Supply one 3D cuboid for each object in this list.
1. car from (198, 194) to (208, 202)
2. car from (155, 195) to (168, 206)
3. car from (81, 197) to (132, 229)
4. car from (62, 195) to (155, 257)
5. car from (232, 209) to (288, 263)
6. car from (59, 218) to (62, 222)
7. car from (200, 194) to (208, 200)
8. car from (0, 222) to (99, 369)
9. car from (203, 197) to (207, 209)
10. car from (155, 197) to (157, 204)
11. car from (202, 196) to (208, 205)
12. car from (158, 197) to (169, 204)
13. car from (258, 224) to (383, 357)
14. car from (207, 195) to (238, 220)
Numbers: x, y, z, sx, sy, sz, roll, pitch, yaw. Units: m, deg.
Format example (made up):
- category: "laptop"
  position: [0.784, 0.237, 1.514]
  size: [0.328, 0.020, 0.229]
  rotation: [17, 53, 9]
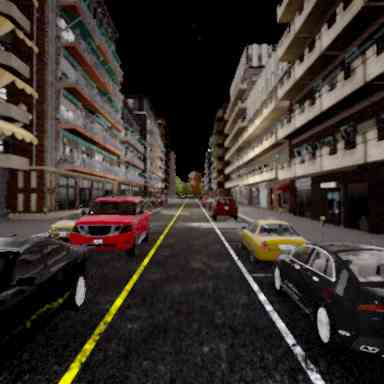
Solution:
- category: "car"
  position: [2.708, 1.432, 83.994]
  size: [2.192, 1.841, 5.009]
  rotation: [1, 0, 0]
- category: "car"
  position: [-5.673, 1.389, 56.188]
  size: [2.192, 1.841, 5.009]
  rotation: [1, 0, 0]
- category: "car"
  position: [-5.675, 1.343, 22.781]
  size: [2.192, 1.841, 5.009]
  rotation: [1, 0, 0]
- category: "car"
  position: [-2.999, 1.221, 13.409]
  size: [2.150, 2.045, 5.566]
  rotation: [0, 0, 0]
- category: "car"
  position: [2.702, 1.539, 11.780]
  size: [1.752, 1.417, 4.829]
  rotation: [1, 0, 0]
- category: "car"
  position: [-5.679, 1.546, 17.042]
  size: [1.752, 1.417, 4.829]
  rotation: [1, 0, 0]
- category: "car"
  position: [2.706, 1.380, 50.585]
  size: [2.192, 1.841, 5.009]
  rotation: [1, 0, 0]
- category: "car"
  position: [-3.092, 1.484, 4.986]
  size: [1.882, 1.535, 5.008]
  rotation: [0, 0, 0]
- category: "car"
  position: [2.703, 1.600, 39.450]
  size: [2.008, 1.369, 4.403]
  rotation: [1, 0, 0]
- category: "car"
  position: [-5.678, 1.616, 39.484]
  size: [1.947, 1.339, 4.313]
  rotation: [1, 0, 0]
- category: "car"
  position: [2.703, 1.602, 45.017]
  size: [1.887, 1.381, 4.507]
  rotation: [1, 0, 0]
- category: "car"
  position: [-5.676, 1.673, 67.323]
  size: [1.802, 1.307, 4.206]
  rotation: [1, 0, 0]
- category: "car"
  position: [2.701, 1.558, 6.043]
  size: [2.008, 1.369, 4.403]
  rotation: [1, 0, 0]
- category: "car"
  position: [2.705, 1.349, 28.315]
  size: [2.192, 1.841, 5.009]
  rotation: [1, 0, 0]
